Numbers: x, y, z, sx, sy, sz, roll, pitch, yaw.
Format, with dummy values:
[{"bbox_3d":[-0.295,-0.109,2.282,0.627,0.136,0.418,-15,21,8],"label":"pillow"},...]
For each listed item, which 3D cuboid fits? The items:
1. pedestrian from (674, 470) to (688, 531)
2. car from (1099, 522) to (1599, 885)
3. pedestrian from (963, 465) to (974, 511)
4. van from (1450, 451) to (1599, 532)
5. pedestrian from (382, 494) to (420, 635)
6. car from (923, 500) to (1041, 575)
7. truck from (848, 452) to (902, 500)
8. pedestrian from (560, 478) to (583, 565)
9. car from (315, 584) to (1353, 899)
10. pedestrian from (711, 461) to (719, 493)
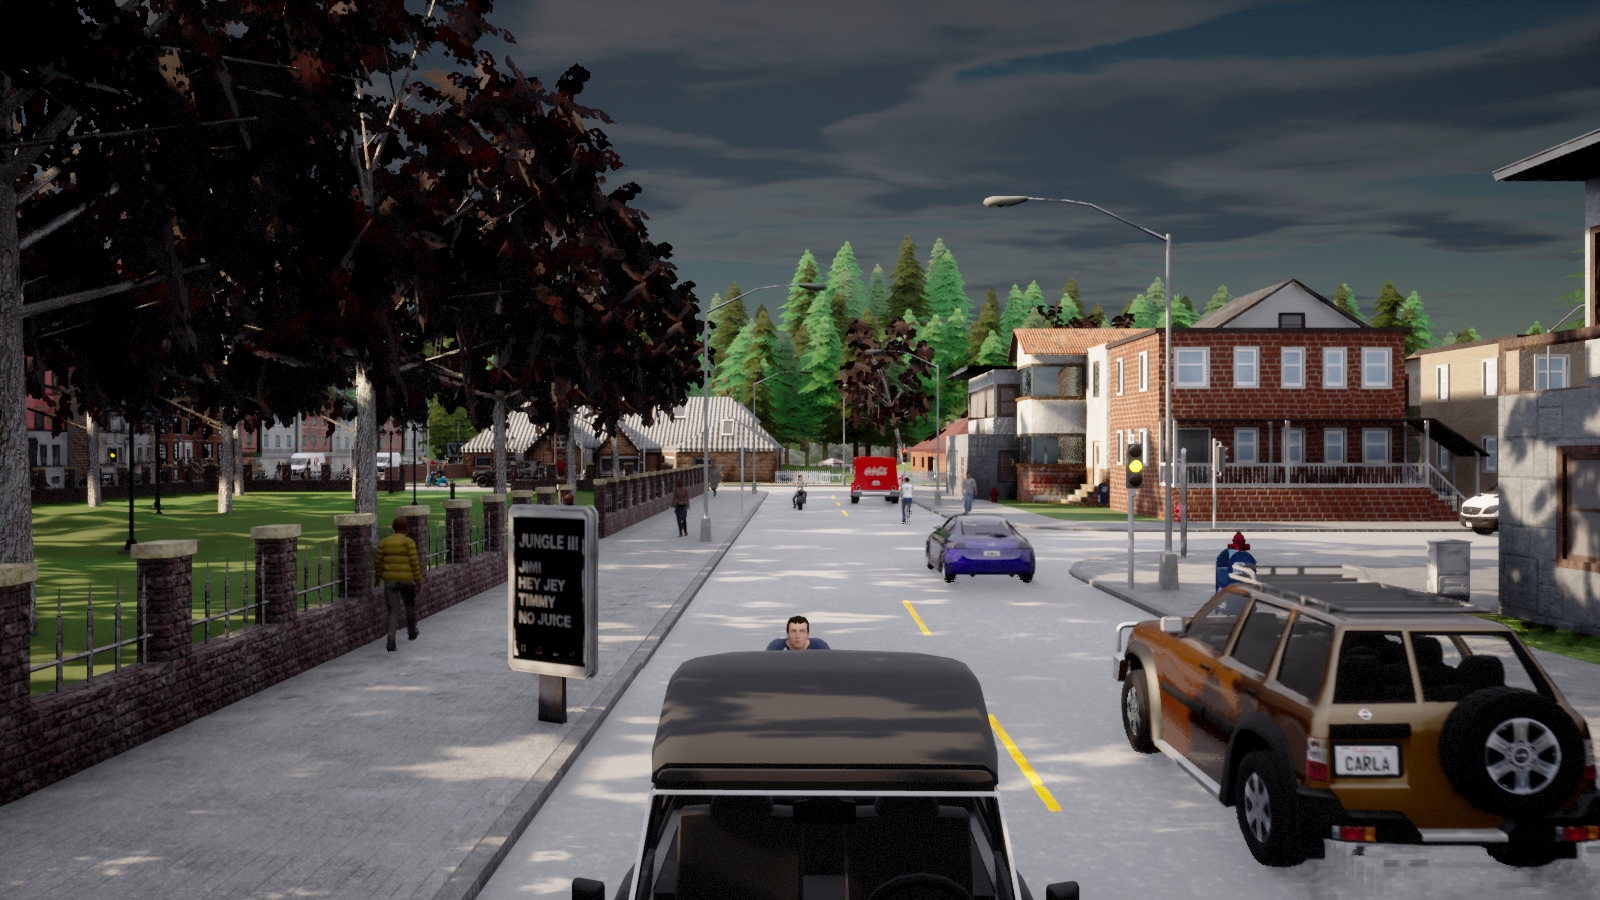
[{"bbox_3d":[-3.638,1.539,35.063,0.375,1.860,0.375,0,0,3],"label":"pedestrian"},{"bbox_3d":[3.944,1.648,9.077,1.932,1.855,4.605,0,0,0],"label":"car"},{"bbox_3d":[6.794,1.534,46.085,0.375,1.860,0.375,0,0,17],"label":"pedestrian"},{"bbox_3d":[24.712,1.329,37.232,5.915,2.561,1.988,0,0,0],"label":"van"},{"bbox_3d":[-5.362,1.531,15.351,0.375,1.860,0.375,0,0,0],"label":"pedestrian"},{"bbox_3d":[4.000,1.908,25.793,1.994,1.385,4.181,0,0,0],"label":"car"},{"bbox_3d":[3.969,1.372,61.570,2.627,2.467,5.204,0,0,1],"label":"truck"},{"bbox_3d":[-4.934,1.535,24.661,0.375,1.860,0.375,0,0,10],"label":"pedestrian"},{"bbox_3d":[0.090,1.640,4.031,1.905,1.878,3.866,0,0,1],"label":"car"},{"bbox_3d":[-4.891,1.551,65.814,0.375,1.860,0.375,0,0,9],"label":"pedestrian"}]
